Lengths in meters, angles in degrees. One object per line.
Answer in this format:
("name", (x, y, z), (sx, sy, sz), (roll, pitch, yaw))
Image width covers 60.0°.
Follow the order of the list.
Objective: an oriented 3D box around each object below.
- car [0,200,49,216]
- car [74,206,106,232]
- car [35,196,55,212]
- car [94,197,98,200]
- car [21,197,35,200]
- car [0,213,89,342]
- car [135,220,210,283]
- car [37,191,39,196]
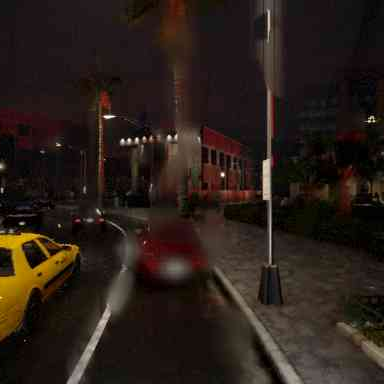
("car", (-10.054, 1.483, 20.155), (2.128, 1.511, 4.902), (0, 0, -22))
("car", (-6.226, 1.543, 19.928), (2.033, 1.411, 5.357), (0, 0, -19))
("car", (-16.942, 1.478, 37.117), (2.128, 1.511, 4.902), (0, 0, -44))
("car", (-26.644, 1.554, 85.529), (4.718, 1.301, 1.895), (0, 0, 24))
("car", (-17.387, 1.533, 32.496), (2.033, 1.411, 5.357), (0, 0, -40))
("car", (-3.527, 1.454, 6.482), (1.801, 1.575, 5.366), (0, 0, -6))
("car", (-0.665, 1.525, 9.662), (1.812, 1.442, 4.674), (0, 0, -7))
("car", (-33.931, 1.226, 68.961), (4.553, 1.767, 2.185), (0, 0, 24))
